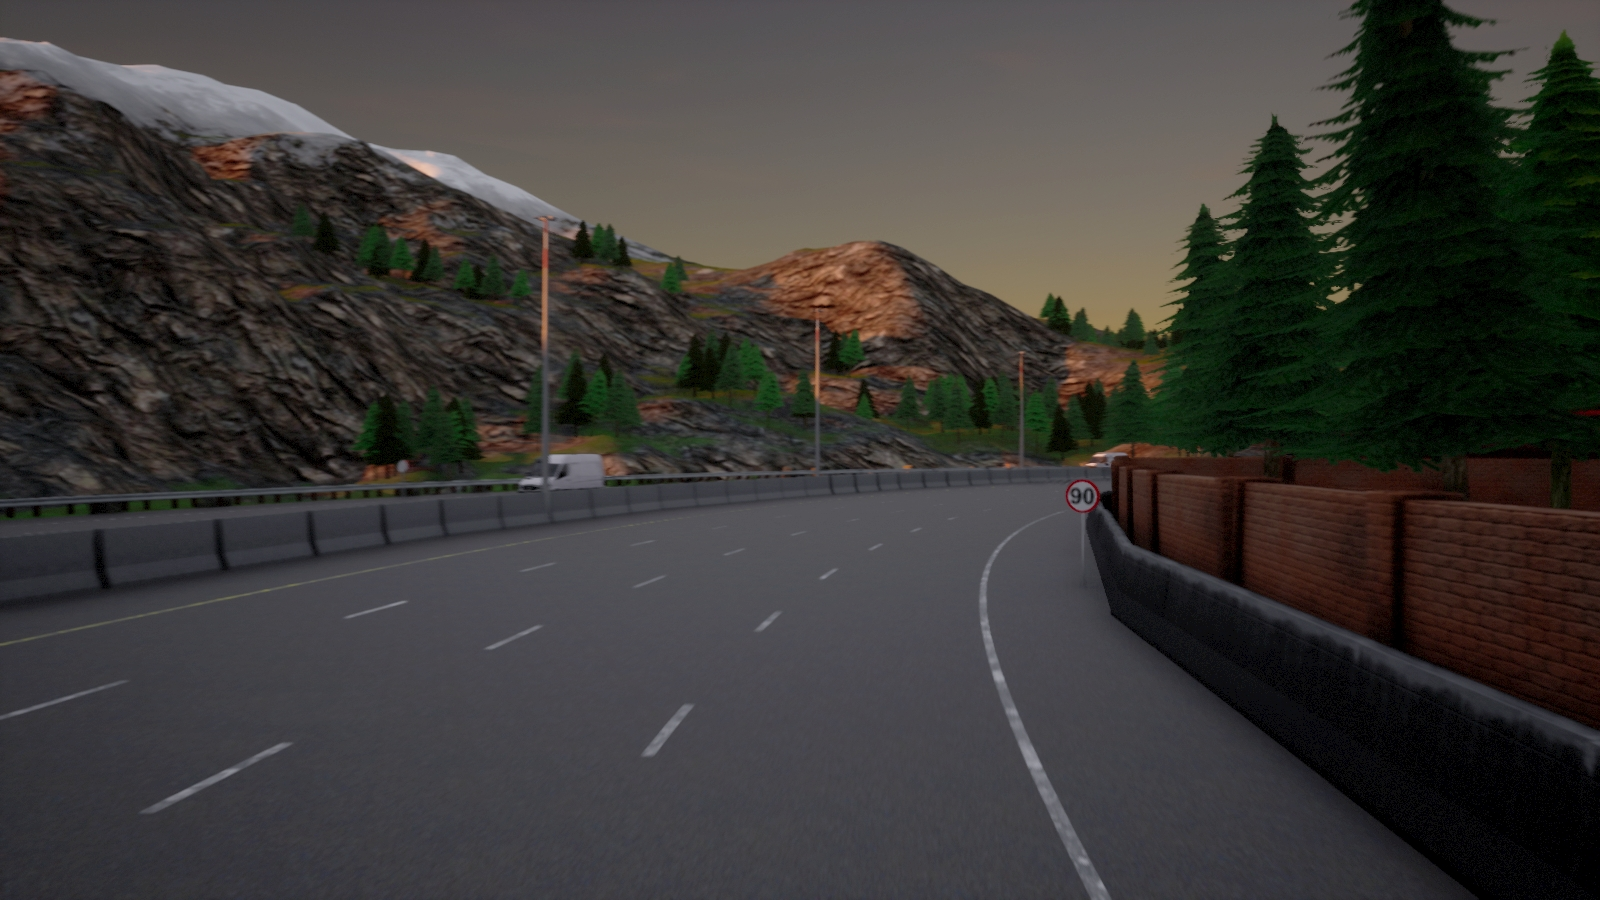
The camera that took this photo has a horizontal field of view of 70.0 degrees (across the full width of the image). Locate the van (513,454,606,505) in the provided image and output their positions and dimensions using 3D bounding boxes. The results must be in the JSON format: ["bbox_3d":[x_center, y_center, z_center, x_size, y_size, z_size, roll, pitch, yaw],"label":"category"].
[{"bbox_3d":[-12.732,1.507,60.955,1.988,2.561,5.915,0,0,21],"label":"van"}]
